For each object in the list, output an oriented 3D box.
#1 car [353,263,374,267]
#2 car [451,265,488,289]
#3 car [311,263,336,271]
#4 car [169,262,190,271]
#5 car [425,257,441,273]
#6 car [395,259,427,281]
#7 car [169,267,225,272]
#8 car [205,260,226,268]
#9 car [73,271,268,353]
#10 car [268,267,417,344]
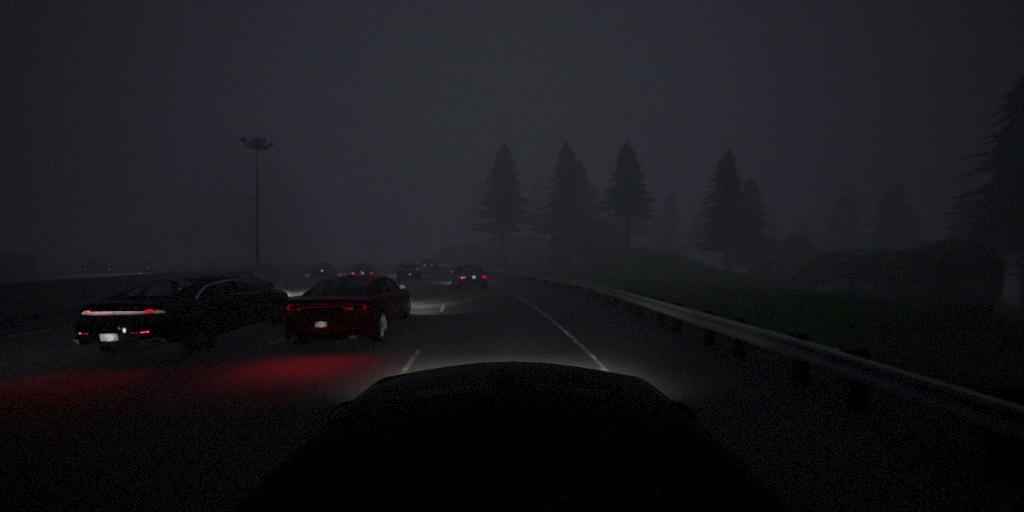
[{"bbox_3d":[-11.661,1.285,28.167,2.033,1.411,5.357,0,0,-20],"label":"car"},{"bbox_3d":[-2.795,1.259,22.891,2.033,1.411,5.357,0,0,-14],"label":"car"},{"bbox_3d":[-17.916,1.314,34.146,1.994,1.385,4.181,0,0,-24],"label":"car"},{"bbox_3d":[-42.019,1.429,45.409,1.895,1.301,4.718,0,0,-42],"label":"car"},{"bbox_3d":[-9.646,1.050,40.954,2.097,1.767,4.553,0,0,-26],"label":"car"},{"bbox_3d":[-8.589,1.212,29.682,2.128,1.511,4.902,0,0,-19],"label":"car"},{"bbox_3d":[-11.918,1.334,15.187,1.994,1.385,4.181,0,0,-10],"label":"car"},{"bbox_3d":[-37.665,1.301,45.561,2.128,1.511,4.902,0,0,-40],"label":"car"},{"bbox_3d":[-7.505,1.257,8.926,2.128,1.511,4.902,0,0,-4],"label":"car"},{"bbox_3d":[-4.072,1.226,9.712,1.882,1.535,5.008,0,0,-5],"label":"car"}]
